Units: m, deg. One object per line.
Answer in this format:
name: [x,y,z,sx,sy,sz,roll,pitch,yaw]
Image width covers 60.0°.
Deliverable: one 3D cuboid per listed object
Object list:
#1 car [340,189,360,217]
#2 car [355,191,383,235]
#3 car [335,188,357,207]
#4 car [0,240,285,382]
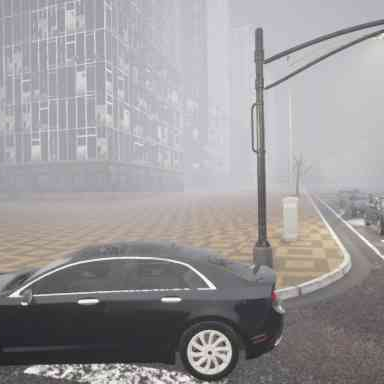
car: [10.820,0.759,20.834,1.994,1.385,4.181,-1,2,17]
car: [8.823,0.928,14.523,2.128,1.511,4.902,-1,2,18]
car: [12.764,0.453,26.914,2.128,1.511,4.902,-1,2,18]
car: [-1.188,1.505,4.804,4.892,1.490,1.837,0,0,-1]
